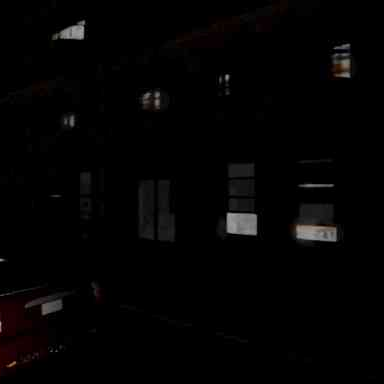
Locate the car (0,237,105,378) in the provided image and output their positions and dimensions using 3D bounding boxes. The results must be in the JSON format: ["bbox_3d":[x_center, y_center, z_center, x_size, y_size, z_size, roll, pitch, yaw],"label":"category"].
[{"bbox_3d":[-3.302,1.439,5.227,4.097,1.590,1.967,0,0,35],"label":"car"}]
